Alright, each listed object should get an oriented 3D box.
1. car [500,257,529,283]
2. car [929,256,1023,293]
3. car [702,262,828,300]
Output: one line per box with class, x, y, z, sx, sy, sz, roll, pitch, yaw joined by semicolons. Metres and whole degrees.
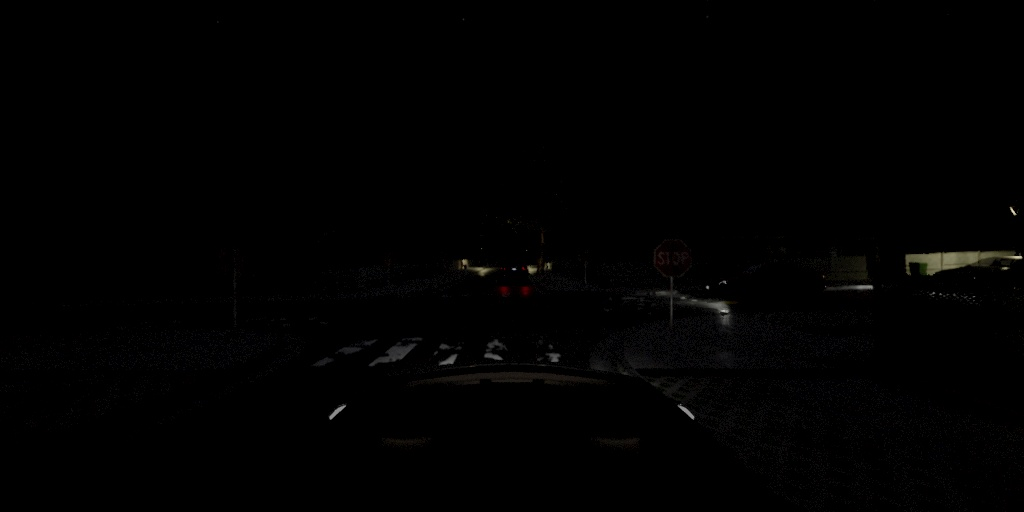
car;0.176;1.087;29.314;2.150;2.045;5.566;0;0;0
car;21.242;0.723;15.191;5.357;1.411;2.033;-2;0;0
car;10.583;0.993;15.142;4.674;1.442;1.812;-1;0;0
